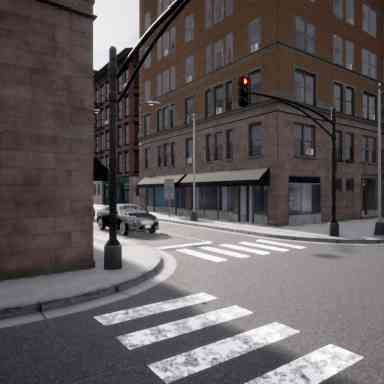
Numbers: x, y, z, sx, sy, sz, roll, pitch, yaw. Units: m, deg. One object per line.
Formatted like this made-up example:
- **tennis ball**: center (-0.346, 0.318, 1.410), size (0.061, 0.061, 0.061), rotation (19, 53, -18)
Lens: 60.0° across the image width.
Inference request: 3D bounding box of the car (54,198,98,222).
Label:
- **car**: center (-9.105, 1.323, 25.867), size (1.882, 1.535, 5.008), rotation (0, 0, -36)

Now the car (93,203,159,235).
- **car**: center (-3.618, 1.395, 18.157), size (2.128, 1.511, 4.902), rotation (0, 0, -37)
